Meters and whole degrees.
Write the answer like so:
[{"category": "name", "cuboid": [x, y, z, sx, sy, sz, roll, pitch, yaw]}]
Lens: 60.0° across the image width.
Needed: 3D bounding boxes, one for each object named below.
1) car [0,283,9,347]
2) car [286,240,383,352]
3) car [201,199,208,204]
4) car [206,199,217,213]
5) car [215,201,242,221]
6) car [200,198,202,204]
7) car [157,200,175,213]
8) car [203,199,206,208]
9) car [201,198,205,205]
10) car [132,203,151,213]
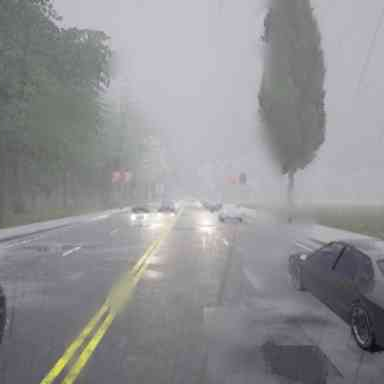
[{"category": "car", "cuboid": [-3.349, 1.519, 2.426, 2.128, 1.511, 4.902, 0, -1, 0]}, {"category": "car", "cuboid": [3.352, 1.613, 6.185, 2.033, 1.411, 5.357, 0, -1, 0]}, {"category": "car", "cuboid": [3.284, 2.450, 87.244, 1.812, 1.442, 4.674, 0, -1, 0]}, {"category": "car", "cuboid": [3.267, 1.949, 43.247, 2.128, 1.511, 4.902, 0, -1, 0]}, {"category": "car", "cuboid": [3.360, 1.845, 30.130, 1.812, 1.442, 4.674, 0, -1, 0]}, {"category": "car", "cuboid": [3.280, 2.370, 76.244, 1.994, 1.385, 4.181, 0, -1, 0]}, {"category": "car", "cuboid": [-3.312, 1.816, 43.827, 2.097, 1.767, 4.553, 0, -1, 0]}, {"category": "car", "cuboid": [3.271, 2.137, 54.246, 1.994, 1.385, 4.181, 0, -1, 0]}, {"category": "car", "cuboid": [3.275, 2.215, 65.245, 1.812, 1.442, 4.674, 0, -1, 0]}, {"category": "car", "cuboid": [-6.567, 2.057, 43.128, 1.895, 1.301, 4.718, 0, -1, 0]}]
